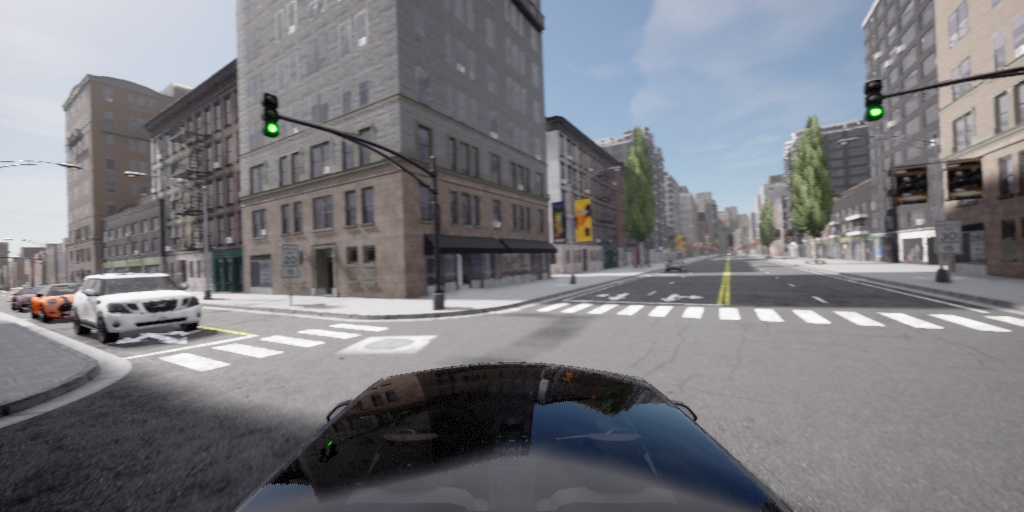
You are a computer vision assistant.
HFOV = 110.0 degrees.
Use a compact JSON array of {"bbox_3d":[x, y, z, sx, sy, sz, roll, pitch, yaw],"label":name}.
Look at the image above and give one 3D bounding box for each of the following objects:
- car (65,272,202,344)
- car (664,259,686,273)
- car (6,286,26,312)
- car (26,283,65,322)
[{"bbox_3d":[-12.880,1.594,12.234,5.566,2.045,2.150,-3,-1,31],"label":"car"},{"bbox_3d":[18.361,1.125,40.205,1.837,1.490,4.892,-2,0,31],"label":"car"},{"bbox_3d":[-30.231,2.691,22.855,4.674,1.442,1.812,-3,-1,31],"label":"car"},{"bbox_3d":[-21.588,2.121,17.563,4.553,1.767,2.097,-3,-1,31],"label":"car"}]
